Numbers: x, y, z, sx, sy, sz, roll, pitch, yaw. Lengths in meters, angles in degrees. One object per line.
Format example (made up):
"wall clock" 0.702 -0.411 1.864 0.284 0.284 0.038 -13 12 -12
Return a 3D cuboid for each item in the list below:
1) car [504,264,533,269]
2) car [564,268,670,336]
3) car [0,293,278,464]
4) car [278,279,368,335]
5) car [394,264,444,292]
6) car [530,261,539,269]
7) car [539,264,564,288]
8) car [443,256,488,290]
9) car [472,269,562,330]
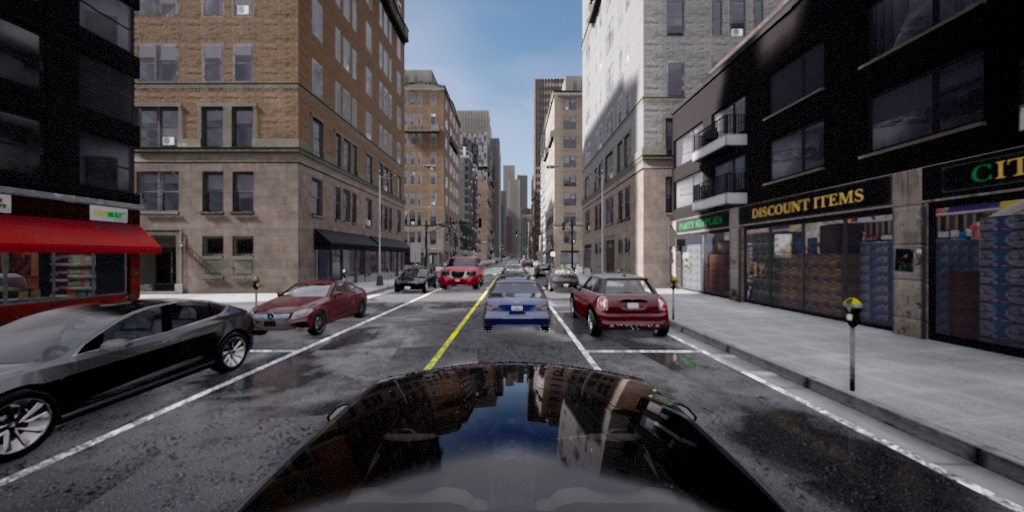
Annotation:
"car" 0.161 1.394 23.810 1.895 1.301 4.718 0 0 0
"car" 2.879 1.206 10.431 1.967 1.591 4.097 0 0 0
"car" -5.663 1.322 4.955 1.948 1.339 4.313 0 0 0
"car" -5.646 1.348 10.457 1.802 1.307 4.207 0 0 0
"car" -5.613 1.354 21.459 1.948 1.339 4.313 0 0 0
"car" 2.944 1.377 32.436 1.948 1.339 4.313 0 0 0
"car" 2.912 1.339 21.434 2.007 1.370 4.403 0 0 0
"car" -3.022 1.012 22.899 2.150 2.045 5.566 0 0 1
"car" 0.127 1.316 11.213 2.033 1.411 5.357 0 0 0
